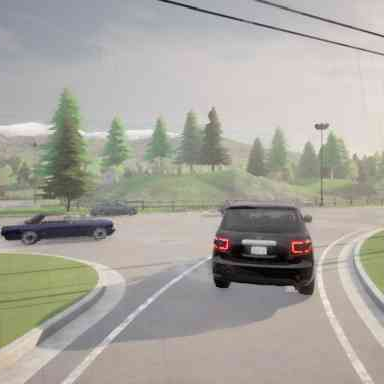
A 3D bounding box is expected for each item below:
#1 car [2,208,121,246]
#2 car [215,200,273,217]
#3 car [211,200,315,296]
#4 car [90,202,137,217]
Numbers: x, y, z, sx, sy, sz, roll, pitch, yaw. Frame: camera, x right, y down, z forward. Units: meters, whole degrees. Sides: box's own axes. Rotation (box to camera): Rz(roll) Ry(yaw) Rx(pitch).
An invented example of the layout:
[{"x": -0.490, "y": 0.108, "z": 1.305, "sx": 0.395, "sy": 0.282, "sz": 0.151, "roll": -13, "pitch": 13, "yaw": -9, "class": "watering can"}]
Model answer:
[{"x": -5.973, "y": 1.600, "z": 15.290, "sx": 4.718, "sy": 1.301, "sz": 1.895, "roll": 0, "pitch": 0, "yaw": -27, "class": "car"}, {"x": 5.123, "y": 1.546, "z": 32.565, "sx": 5.357, "sy": 1.411, "sz": 2.033, "roll": 0, "pitch": 0, "yaw": -27, "class": "car"}, {"x": 2.024, "y": 1.221, "z": 8.998, "sx": 2.150, "sy": 2.045, "sz": 5.566, "roll": 0, "pitch": 0, "yaw": 16, "class": "car"}, {"x": -7.158, "y": 1.563, "z": 30.346, "sx": 4.181, "sy": 1.385, "sz": 1.994, "roll": 0, "pitch": 0, "yaw": -27, "class": "car"}]
